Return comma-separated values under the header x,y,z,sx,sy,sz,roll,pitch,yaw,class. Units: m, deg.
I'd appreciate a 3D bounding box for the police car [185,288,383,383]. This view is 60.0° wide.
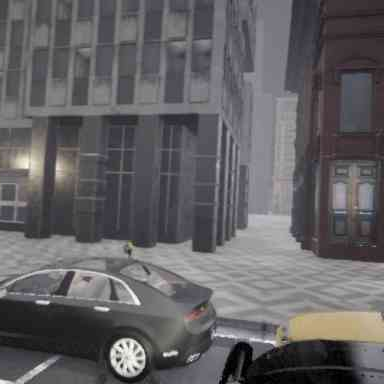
x,y,z,sx,sy,sz,roll,pitch,yaw,class
2.722,1.680,2.266,5.238,1.638,1.930,2,-3,14,police car

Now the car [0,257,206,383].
x,y,z,sx,sy,sz,roll,pitch,yaw,class
-1.821,1.717,5.273,4.403,1.369,2.008,2,-2,14,car

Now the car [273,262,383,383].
x,y,z,sx,sy,sz,roll,pitch,yaw,class
3.488,1.893,3.986,4.829,1.417,1.752,2,-2,14,car
